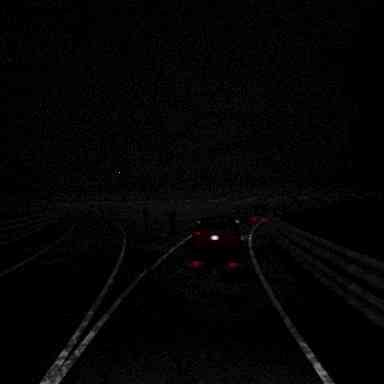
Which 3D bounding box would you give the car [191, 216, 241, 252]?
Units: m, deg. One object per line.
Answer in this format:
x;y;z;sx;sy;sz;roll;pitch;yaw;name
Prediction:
1.148;1.746;14.749;1.994;1.385;4.181;-1;-1;8;car

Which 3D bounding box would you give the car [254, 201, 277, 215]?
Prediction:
8.638;1.826;38.727;2.128;1.511;4.902;-1;0;26;car
